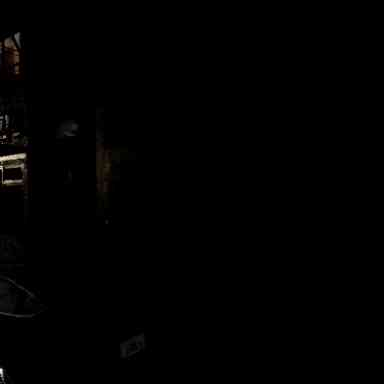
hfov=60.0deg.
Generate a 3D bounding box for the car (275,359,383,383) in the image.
[{"bbox_3d":[2.360,1.547,1.208,4.507,1.381,1.887,0,-1,36],"label":"car"}]

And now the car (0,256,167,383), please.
[{"bbox_3d":[-2.278,1.559,4.515,4.313,1.339,1.947,0,-1,36],"label":"car"}]
